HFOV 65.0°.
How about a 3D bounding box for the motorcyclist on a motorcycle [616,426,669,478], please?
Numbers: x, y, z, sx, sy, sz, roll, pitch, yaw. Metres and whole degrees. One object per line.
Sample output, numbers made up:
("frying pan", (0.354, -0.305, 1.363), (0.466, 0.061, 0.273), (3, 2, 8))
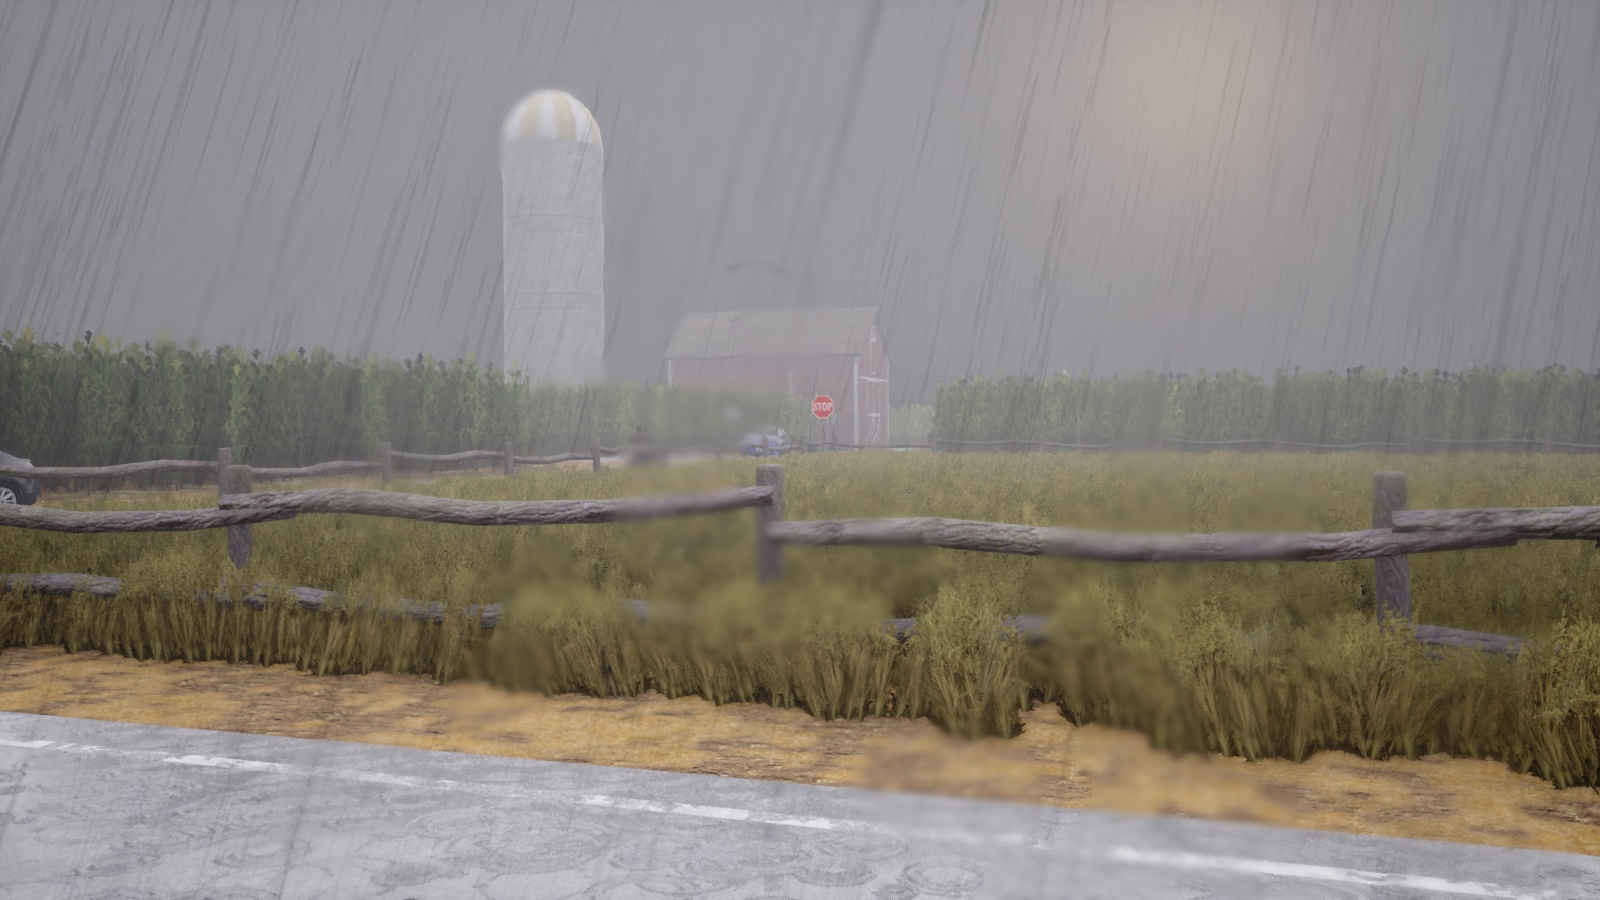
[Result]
("motorcyclist on a motorcycle", (-5.101, 0.033, 40.960), (0.766, 1.649, 2.350), (1, 1, 19))

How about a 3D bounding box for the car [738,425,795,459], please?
("car", (-1.533, -0.413, 59.345), (2.007, 1.525, 4.514), (1, 1, 7))

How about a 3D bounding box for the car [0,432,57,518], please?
("car", (-15.187, 0.441, 20.839), (1.837, 1.490, 4.892), (1, 1, 19))
